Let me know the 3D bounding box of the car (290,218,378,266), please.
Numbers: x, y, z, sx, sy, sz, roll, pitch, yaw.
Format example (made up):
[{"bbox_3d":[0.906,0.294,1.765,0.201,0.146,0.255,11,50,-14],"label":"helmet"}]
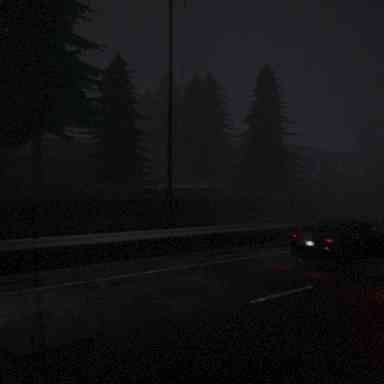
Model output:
[{"bbox_3d":[5.440,1.649,11.927,4.181,1.385,1.994,0,0,-36],"label":"car"}]

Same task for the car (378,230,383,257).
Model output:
[{"bbox_3d":[7.435,1.577,9.052,4.902,1.511,2.128,0,0,-36],"label":"car"}]
